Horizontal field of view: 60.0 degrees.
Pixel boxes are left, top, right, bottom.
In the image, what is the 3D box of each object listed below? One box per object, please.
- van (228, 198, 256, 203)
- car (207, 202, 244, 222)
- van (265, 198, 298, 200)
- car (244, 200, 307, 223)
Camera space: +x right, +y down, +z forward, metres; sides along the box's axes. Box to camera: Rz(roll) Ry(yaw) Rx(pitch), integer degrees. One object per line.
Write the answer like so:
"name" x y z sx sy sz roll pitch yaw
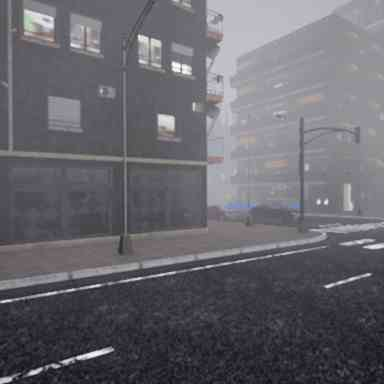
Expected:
"van" 5.684 1.573 38.397 1.690 1.788 3.998 -1 0 -36
"car" 2.253 1.803 28.967 1.802 1.307 4.206 -1 0 -36
"van" 8.996 1.499 33.879 1.690 1.788 3.998 -1 0 -36
"car" 6.927 1.635 26.950 2.128 1.511 4.902 -1 0 -36
